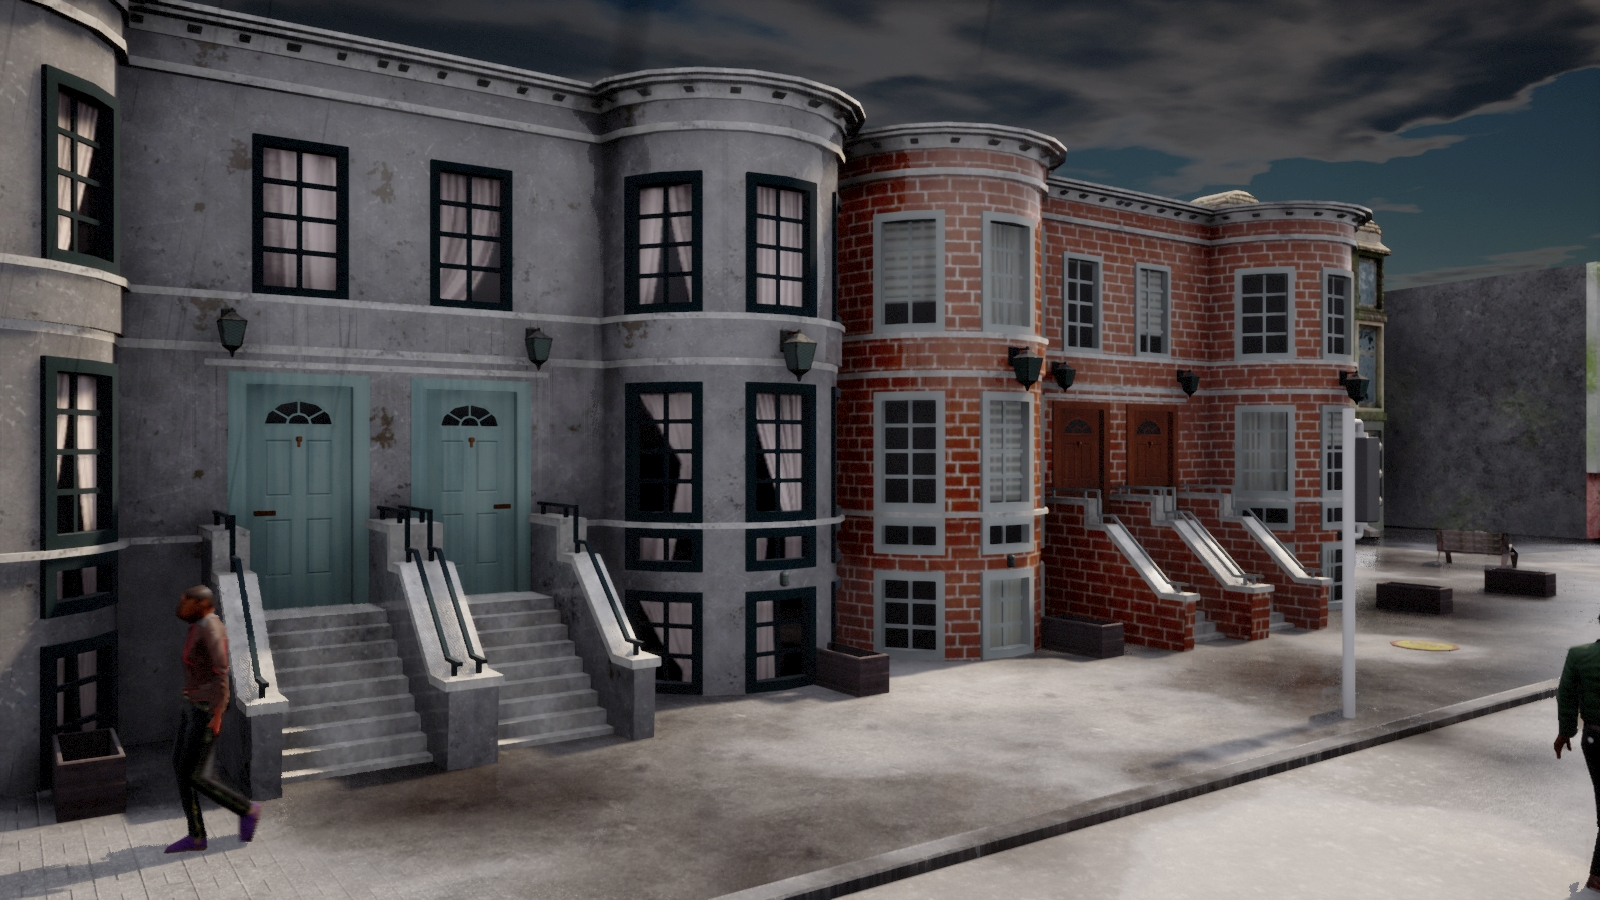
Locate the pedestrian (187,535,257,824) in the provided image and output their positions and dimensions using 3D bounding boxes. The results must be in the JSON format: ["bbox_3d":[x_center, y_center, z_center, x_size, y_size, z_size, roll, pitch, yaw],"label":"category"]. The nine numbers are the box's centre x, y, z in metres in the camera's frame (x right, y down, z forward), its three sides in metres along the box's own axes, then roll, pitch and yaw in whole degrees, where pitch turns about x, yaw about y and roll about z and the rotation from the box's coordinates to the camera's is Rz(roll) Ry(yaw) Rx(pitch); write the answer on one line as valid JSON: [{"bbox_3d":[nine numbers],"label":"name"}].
[{"bbox_3d":[-3.928,1.524,7.758,0.375,1.860,0.375,0,0,-35],"label":"pedestrian"}]

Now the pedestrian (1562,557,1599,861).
[{"bbox_3d":[5.132,1.628,7.231,0.375,1.860,0.375,0,0,-25],"label":"pedestrian"}]
